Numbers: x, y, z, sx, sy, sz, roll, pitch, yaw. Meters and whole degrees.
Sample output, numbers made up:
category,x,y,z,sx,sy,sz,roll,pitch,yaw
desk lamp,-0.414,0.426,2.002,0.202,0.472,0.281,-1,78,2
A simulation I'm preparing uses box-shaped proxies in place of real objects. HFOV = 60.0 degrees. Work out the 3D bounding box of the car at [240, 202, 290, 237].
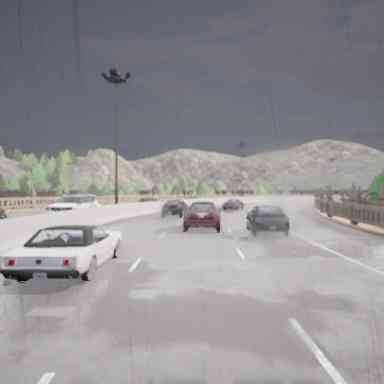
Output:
category,x,y,z,sx,sy,sz,roll,pitch,yaw
car,4.021,1.477,18.059,2.128,1.511,4.902,0,0,5

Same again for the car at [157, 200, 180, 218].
category,x,y,z,sx,sy,sz,roll,pitch,yaw
car,-1.356,1.482,29.696,1.837,1.490,4.892,0,0,11

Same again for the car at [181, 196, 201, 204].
category,x,y,z,sx,sy,sz,roll,pitch,yaw
car,-0.135,1.558,62.938,1.994,1.385,4.181,0,0,30

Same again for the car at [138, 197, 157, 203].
category,x,y,z,sx,sy,sz,roll,pitch,yaw
car,-7.431,1.521,56.371,1.994,1.385,4.181,0,0,25

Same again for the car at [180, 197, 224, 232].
category,x,y,z,sx,sy,sz,roll,pitch,yaw
car,0.723,1.336,20.222,2.097,1.767,4.553,0,0,5

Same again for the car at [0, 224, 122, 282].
category,x,y,z,sx,sy,sz,roll,pitch,yaw
car,-3.379,1.594,9.667,1.895,1.301,4.718,0,0,0

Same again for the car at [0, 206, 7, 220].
category,x,y,z,sx,sy,sz,roll,pitch,yaw
car,-13.498,1.337,20.209,2.097,1.767,4.553,0,0,6

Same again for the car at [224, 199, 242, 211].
category,x,y,z,sx,sy,sz,roll,pitch,yaw
car,5.129,1.515,40.426,2.033,1.411,5.357,0,0,19

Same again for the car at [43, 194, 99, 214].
category,x,y,z,sx,sy,sz,roll,pitch,yaw
car,-9.298,1.202,26.221,2.150,2.045,5.566,0,0,9
